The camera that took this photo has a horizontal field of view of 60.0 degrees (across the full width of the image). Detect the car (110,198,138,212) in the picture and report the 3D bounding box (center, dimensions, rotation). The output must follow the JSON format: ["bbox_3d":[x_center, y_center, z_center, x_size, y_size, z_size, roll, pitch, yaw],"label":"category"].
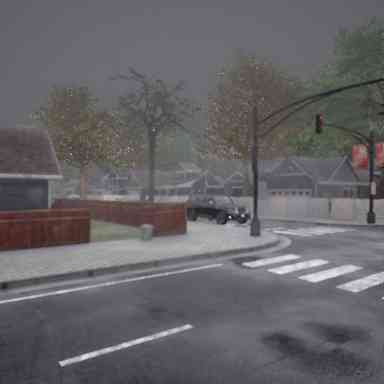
[{"bbox_3d":[-7.289,1.462,36.365,1.882,1.535,5.008,0,0,-36],"label":"car"}]

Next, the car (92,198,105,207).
[{"bbox_3d":[-14.412,1.585,51.272,1.994,1.385,4.181,0,0,-35],"label":"car"}]

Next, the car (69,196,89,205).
[{"bbox_3d":[-20.085,1.532,59.070,2.128,1.511,4.902,0,0,-36],"label":"car"}]

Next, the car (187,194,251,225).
[{"bbox_3d":[1.700,1.183,23.837,2.150,2.045,5.566,0,0,-36],"label":"car"}]

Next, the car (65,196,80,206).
[{"bbox_3d":[-18.674,1.530,52.389,2.128,1.511,4.902,0,0,-36],"label":"car"}]
